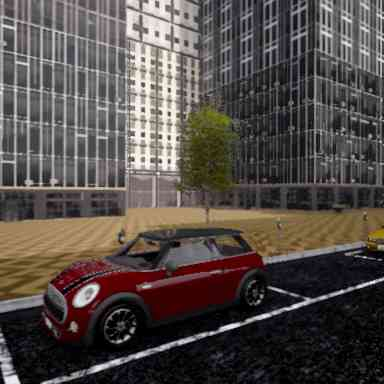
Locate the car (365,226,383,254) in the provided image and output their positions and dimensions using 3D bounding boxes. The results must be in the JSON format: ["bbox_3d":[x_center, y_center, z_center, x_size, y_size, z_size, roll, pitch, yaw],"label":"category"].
[{"bbox_3d":[8.335,1.548,12.509,4.829,1.417,1.752,0,0,-36],"label":"car"}]

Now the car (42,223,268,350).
[{"bbox_3d":[-0.534,1.445,6.181,4.097,1.590,1.967,0,0,-36],"label":"car"}]
